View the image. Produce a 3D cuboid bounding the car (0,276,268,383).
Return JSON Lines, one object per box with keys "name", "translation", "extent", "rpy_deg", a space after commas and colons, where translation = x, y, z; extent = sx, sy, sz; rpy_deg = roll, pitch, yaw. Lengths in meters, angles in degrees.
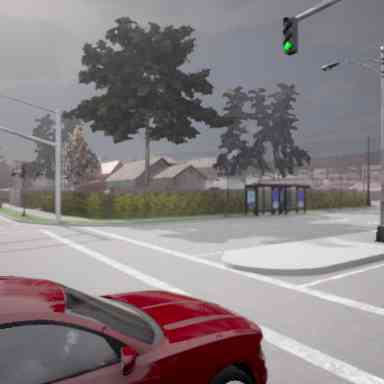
{"name": "car", "translation": [-1.536, 1.478, 2.650], "extent": [5.008, 1.535, 1.882], "rpy_deg": [0, 0, -35]}
